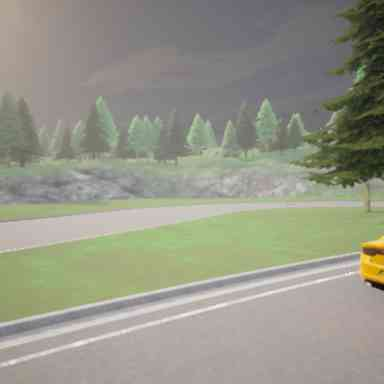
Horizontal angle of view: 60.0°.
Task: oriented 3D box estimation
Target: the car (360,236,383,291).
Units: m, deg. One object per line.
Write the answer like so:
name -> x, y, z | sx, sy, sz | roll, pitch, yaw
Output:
car -> 5.740, 1.262, 7.003 | 5.008, 1.535, 1.882 | -2, 1, -28
